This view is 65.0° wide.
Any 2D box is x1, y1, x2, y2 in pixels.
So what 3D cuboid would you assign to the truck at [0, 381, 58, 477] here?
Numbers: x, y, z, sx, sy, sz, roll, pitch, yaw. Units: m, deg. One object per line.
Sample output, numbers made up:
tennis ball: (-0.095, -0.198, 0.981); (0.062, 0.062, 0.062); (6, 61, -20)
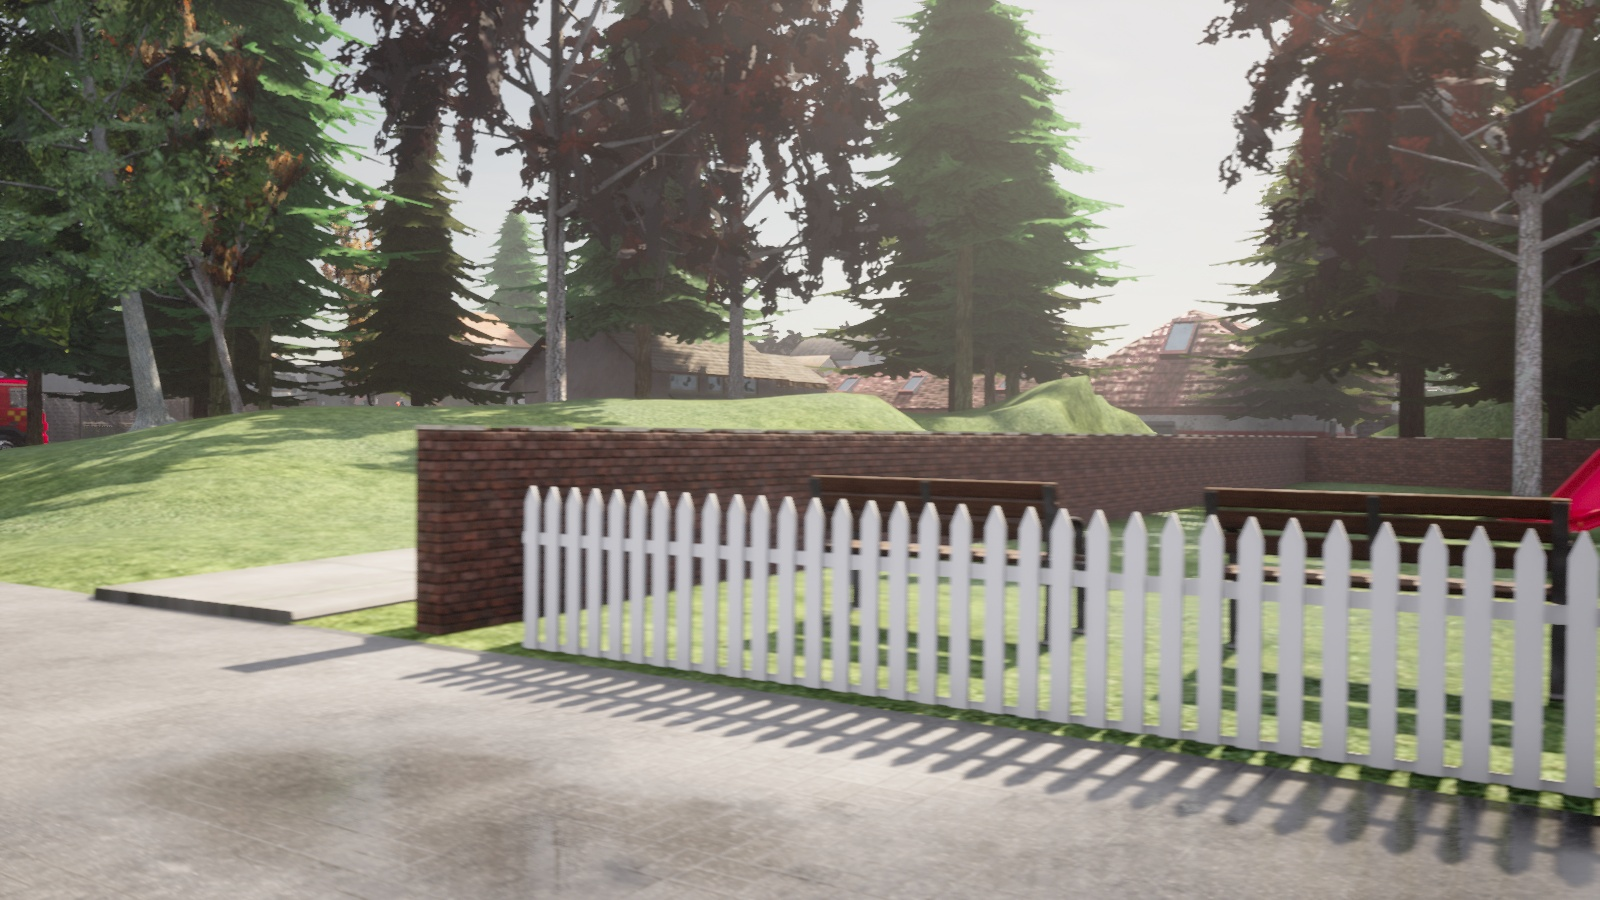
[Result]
truck: (-34.442, -0.804, 49.490); (2.891, 3.827, 8.468); (0, 1, 34)
